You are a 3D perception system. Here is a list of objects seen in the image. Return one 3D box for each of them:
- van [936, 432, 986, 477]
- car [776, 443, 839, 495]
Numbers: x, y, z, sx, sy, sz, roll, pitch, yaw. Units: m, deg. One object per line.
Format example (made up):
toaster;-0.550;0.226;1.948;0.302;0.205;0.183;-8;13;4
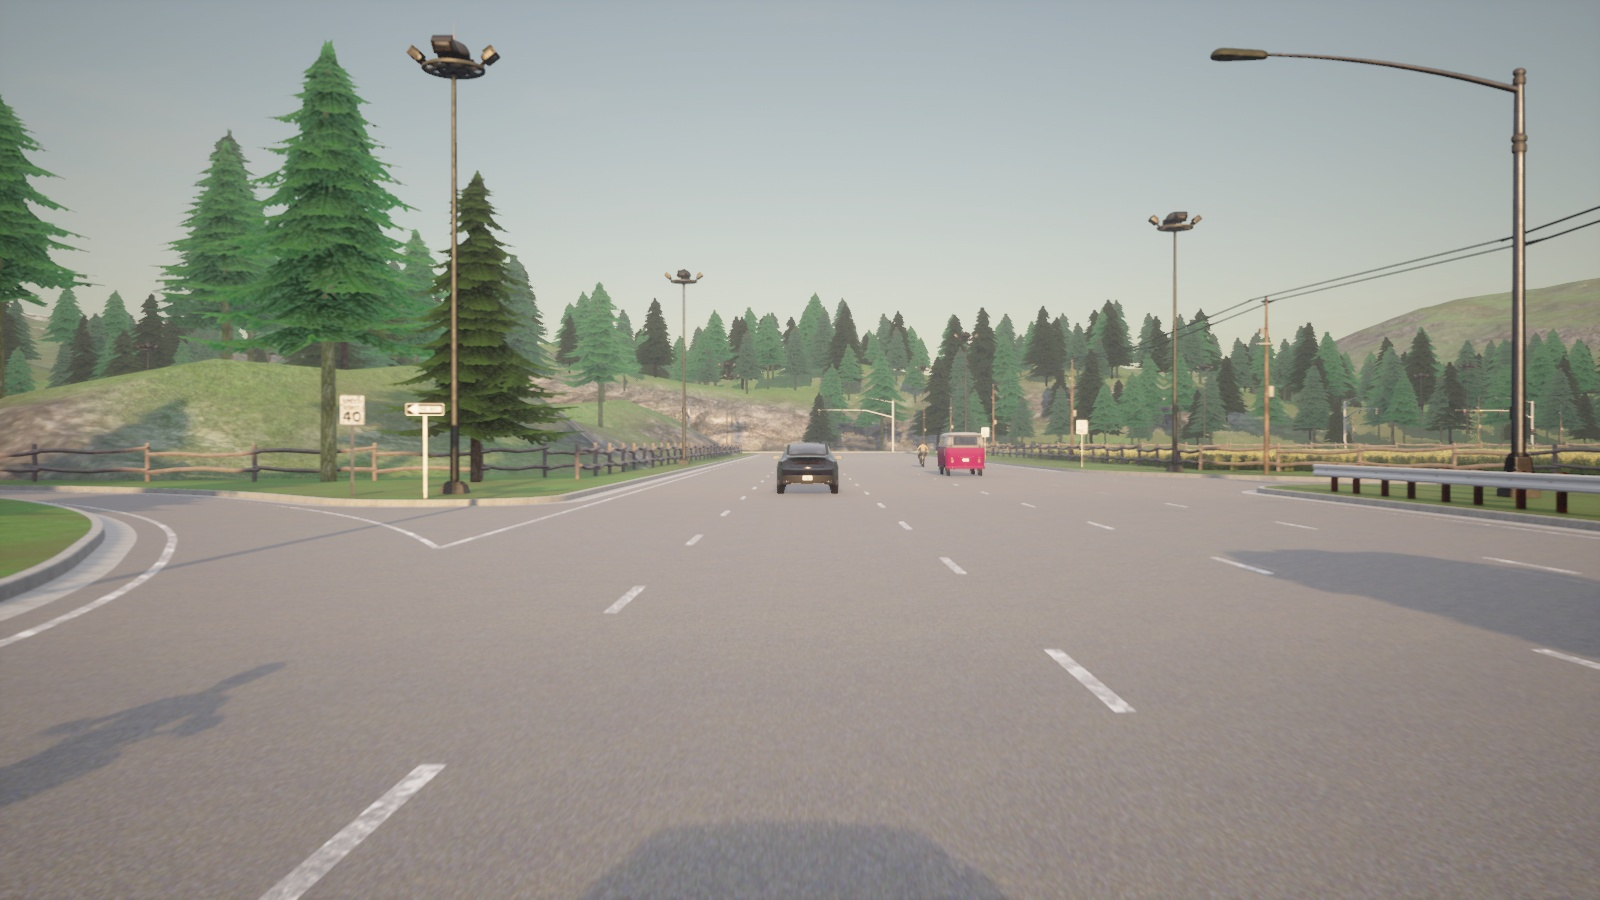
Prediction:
van;7.340;0.179;57.590;1.775;1.987;4.442;0;0;0
car;0.234;0.534;38.774;1.837;1.490;4.892;0;1;0
